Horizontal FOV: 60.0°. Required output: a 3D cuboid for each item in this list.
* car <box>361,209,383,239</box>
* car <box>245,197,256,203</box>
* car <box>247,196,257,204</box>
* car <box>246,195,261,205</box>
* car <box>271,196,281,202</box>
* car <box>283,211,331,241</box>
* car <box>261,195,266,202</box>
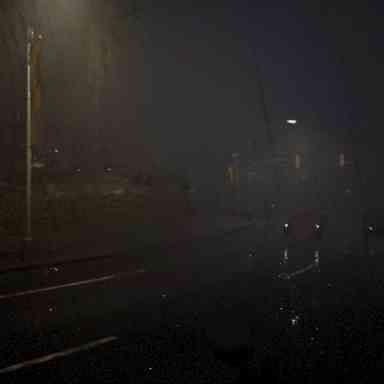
[{"bbox_3d":[10.261,1.652,17.960,2.033,1.411,5.357,0,0,25],"label":"car"},{"bbox_3d":[15.948,2.081,90.641,2.231,1.521,4.892,0,0,18],"label":"car"},{"bbox_3d":[14.363,1.883,79.984,2.185,1.767,4.553,0,0,8],"label":"car"},{"bbox_3d":[13.577,1.966,73.605,2.097,1.535,5.008,0,0,8],"label":"car"},{"bbox_3d":[22.574,2.112,90.993,1.812,1.442,4.674,0,0,8],"label":"car"},{"bbox_3d":[6.245,1.714,17.825,1.895,1.301,4.718,0,0,28],"label":"car"},{"bbox_3d":[19.112,1.824,91.511,2.150,2.045,5.566,0,0,8],"label":"car"}]
